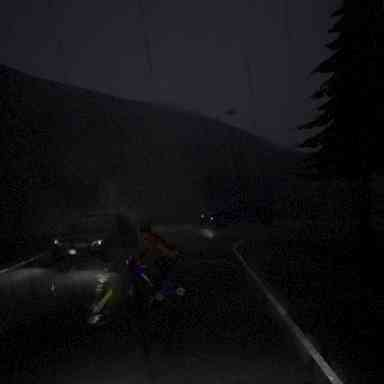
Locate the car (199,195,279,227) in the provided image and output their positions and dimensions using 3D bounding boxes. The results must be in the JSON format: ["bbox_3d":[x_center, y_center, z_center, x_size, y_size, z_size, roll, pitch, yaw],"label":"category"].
[{"bbox_3d":[3.249,1.219,22.603,5.566,2.045,2.150,0,0,-22],"label":"car"}]

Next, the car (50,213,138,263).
[{"bbox_3d":[-3.306,1.524,12.255,1.812,1.442,4.674,0,0,7],"label":"car"}]

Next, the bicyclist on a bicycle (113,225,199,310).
[{"bbox_3d":[-0.709,1.454,6.361,1.656,1.620,0.582,-2,0,0],"label":"bicyclist on a bicycle"}]
